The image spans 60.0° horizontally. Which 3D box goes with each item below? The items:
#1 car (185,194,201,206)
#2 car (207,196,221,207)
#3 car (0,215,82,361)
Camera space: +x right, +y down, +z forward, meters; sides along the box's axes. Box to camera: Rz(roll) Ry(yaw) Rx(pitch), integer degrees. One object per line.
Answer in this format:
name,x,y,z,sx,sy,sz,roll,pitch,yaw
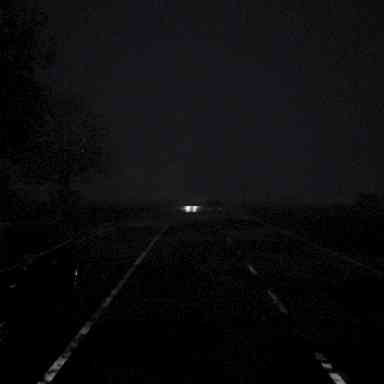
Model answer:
car,-0.081,1.608,55.792,2.128,1.511,4.902,0,0,2
car,3.495,1.443,53.170,2.097,1.767,4.553,0,0,0
car,-3.538,1.361,5.652,2.097,1.767,4.553,0,0,0
